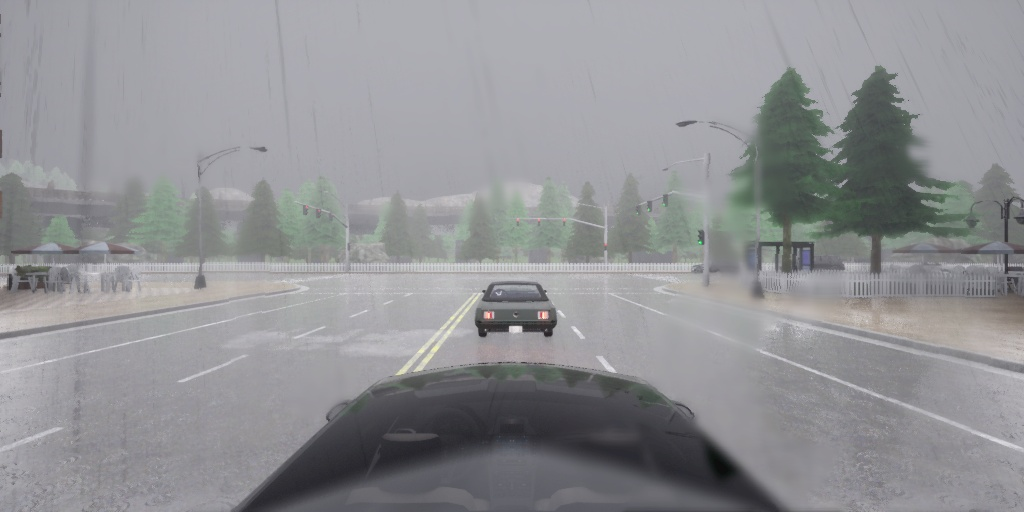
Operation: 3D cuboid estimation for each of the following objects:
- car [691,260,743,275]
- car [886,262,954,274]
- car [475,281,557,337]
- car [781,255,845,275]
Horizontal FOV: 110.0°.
[{"bbox_3d":[21.492,1.186,37.672,4.902,1.511,2.128,0,0,0],"label":"car"},{"bbox_3d":[41.811,1.295,36.766,4.718,1.301,1.895,0,0,10],"label":"car"},{"bbox_3d":[0.074,1.351,10.240,1.895,1.301,4.718,0,0,0],"label":"car"},{"bbox_3d":[31.526,0.916,37.606,5.566,2.045,2.150,0,0,1],"label":"car"}]
